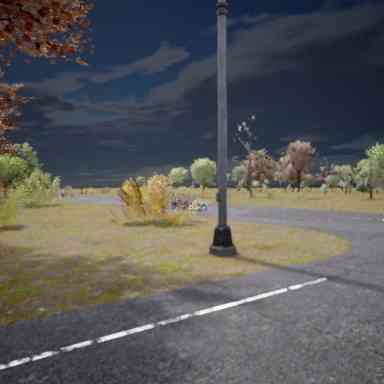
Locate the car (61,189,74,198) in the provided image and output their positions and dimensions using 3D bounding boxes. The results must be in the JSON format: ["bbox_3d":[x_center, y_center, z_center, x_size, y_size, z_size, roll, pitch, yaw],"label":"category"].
[{"bbox_3d":[-28.752,0.232,76.833,2.150,2.045,5.566,-1,1,-29],"label":"car"}]

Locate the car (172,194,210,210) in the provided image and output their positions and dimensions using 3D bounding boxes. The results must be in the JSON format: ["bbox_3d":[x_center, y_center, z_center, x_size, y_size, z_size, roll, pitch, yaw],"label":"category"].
[{"bbox_3d":[-0.137,0.986,34.417,2.097,1.767,4.553,-1,1,-35],"label":"car"}]
